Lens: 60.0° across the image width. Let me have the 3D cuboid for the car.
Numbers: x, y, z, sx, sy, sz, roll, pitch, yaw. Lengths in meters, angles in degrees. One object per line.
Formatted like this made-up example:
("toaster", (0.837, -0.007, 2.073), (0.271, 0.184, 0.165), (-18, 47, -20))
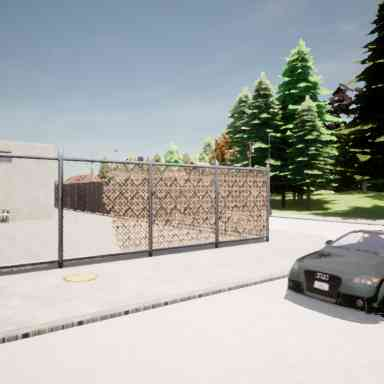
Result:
("car", (4.054, 1.564, 7.349), (4.181, 1.385, 1.994), (0, 0, -35))
